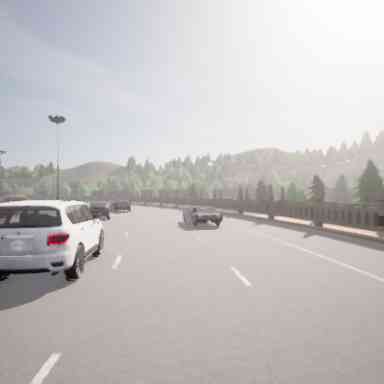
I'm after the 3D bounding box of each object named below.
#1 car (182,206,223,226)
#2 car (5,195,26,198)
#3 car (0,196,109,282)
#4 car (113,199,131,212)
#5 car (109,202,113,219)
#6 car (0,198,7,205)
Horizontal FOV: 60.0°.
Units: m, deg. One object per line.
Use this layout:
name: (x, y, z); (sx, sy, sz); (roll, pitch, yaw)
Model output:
car: (0.615, 1.635, 23.534); (1.895, 1.301, 4.718); (0, 0, -13)
car: (-16.318, 1.337, 30.844); (2.150, 2.045, 5.566); (0, 0, -20)
car: (-4.121, 1.254, 10.037); (2.150, 2.045, 5.566); (0, 0, -6)
car: (-8.775, 1.590, 40.601); (2.128, 1.511, 4.902); (0, 0, -23)
car: (-8.322, 1.585, 29.533); (1.837, 1.490, 4.892); (0, 0, -17)
car: (-37.901, 1.847, 65.139); (1.895, 1.301, 4.718); (0, 0, -44)
